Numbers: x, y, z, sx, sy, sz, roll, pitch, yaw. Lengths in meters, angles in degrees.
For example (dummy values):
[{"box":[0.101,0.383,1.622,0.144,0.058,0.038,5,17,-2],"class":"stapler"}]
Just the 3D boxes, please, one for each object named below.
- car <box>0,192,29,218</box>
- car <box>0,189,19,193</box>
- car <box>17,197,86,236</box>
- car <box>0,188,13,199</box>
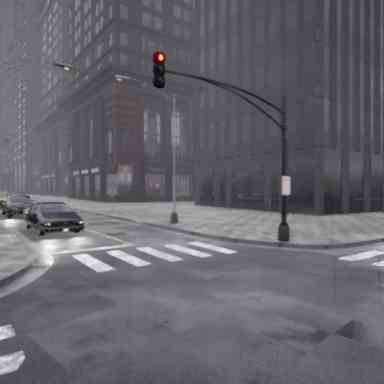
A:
[{"box":[-12.774,0.989,24.602,1.837,1.490,4.892,0,1,-36],"class":"car"},{"box":[-18.858,0.776,33.057,1.882,1.535,5.008,0,1,-35],"class":"car"},{"box":[-7.018,1.214,16.609,2.033,1.411,5.357,0,1,-36],"class":"car"},{"box":[-31.788,0.208,56.447,2.097,1.767,4.553,0,1,-35],"class":"car"}]
